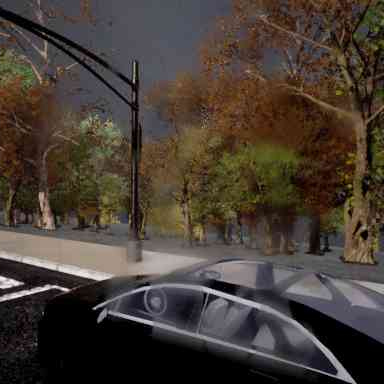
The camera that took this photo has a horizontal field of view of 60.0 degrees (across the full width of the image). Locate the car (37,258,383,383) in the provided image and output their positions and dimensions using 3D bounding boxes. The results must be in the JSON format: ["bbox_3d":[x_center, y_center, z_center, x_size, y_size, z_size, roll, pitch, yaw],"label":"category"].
[{"bbox_3d":[0.259,1.491,3.489,4.902,1.511,2.128,0,0,37],"label":"car"}]
